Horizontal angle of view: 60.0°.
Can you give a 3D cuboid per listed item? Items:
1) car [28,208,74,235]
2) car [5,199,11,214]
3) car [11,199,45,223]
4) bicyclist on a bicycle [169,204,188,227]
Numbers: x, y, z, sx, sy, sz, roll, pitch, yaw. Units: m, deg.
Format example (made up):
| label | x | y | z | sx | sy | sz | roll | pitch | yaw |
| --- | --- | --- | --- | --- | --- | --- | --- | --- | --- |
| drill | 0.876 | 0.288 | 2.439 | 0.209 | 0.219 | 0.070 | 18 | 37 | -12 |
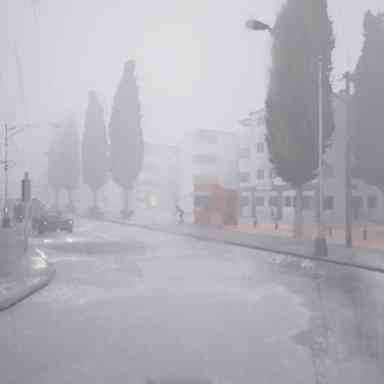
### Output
| label | x | y | z | sx | sy | sz | roll | pitch | yaw |
| --- | --- | --- | --- | --- | --- | --- | --- | --- | --- |
| car | -9.065 | 1.928 | 21.503 | 1.895 | 1.301 | 4.718 | 1 | -1 | -33 |
| car | -23.744 | 1.900 | 44.526 | 2.150 | 2.045 | 5.566 | 1 | -1 | -33 |
| car | -15.193 | 1.688 | 31.046 | 2.150 | 2.045 | 5.566 | 1 | -1 | -33 |
| bicyclist on a bicycle | -0.995 | 1.734 | 24.485 | 1.656 | 1.620 | 0.582 | 0 | -1 | -33 |
